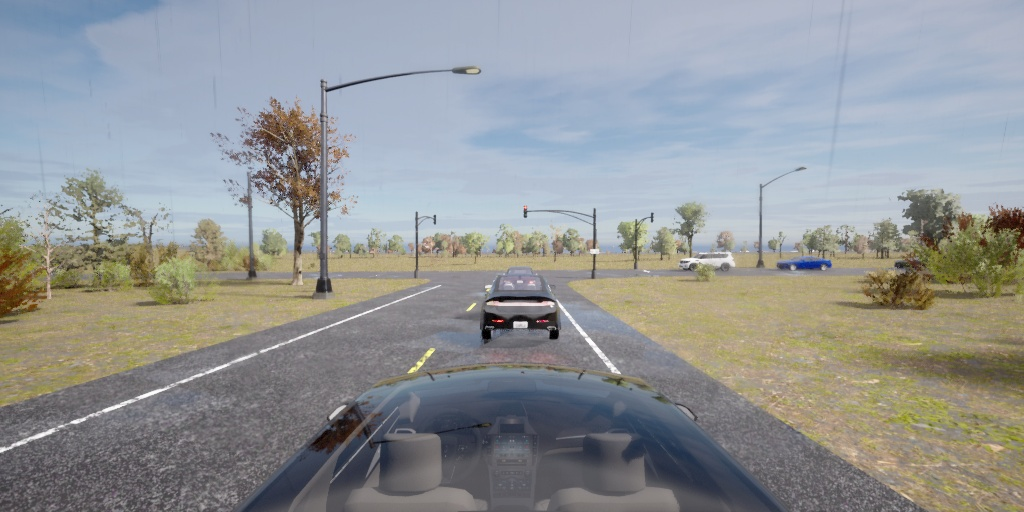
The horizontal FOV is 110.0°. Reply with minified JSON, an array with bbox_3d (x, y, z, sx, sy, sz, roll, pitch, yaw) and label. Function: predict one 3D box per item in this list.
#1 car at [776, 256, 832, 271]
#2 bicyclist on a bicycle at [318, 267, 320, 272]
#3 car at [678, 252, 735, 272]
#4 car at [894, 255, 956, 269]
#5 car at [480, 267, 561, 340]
[{"bbox_3d":[31.611,0.775,38.906,5.008,1.535,1.882,-1,1,5],"label":"car"},{"bbox_3d":[-25.337,1.326,47.877,0.582,1.620,1.656,-1,0,5],"label":"bicyclist on a bicycle"},{"bbox_3d":[21.553,0.629,39.795,5.566,2.045,2.150,-1,1,5],"label":"car"},{"bbox_3d":[43.526,0.651,37.837,5.008,1.535,1.882,0,1,5],"label":"car"},{"bbox_3d":[0.221,1.235,9.976,2.128,1.511,4.902,0,0,1],"label":"car"}]
